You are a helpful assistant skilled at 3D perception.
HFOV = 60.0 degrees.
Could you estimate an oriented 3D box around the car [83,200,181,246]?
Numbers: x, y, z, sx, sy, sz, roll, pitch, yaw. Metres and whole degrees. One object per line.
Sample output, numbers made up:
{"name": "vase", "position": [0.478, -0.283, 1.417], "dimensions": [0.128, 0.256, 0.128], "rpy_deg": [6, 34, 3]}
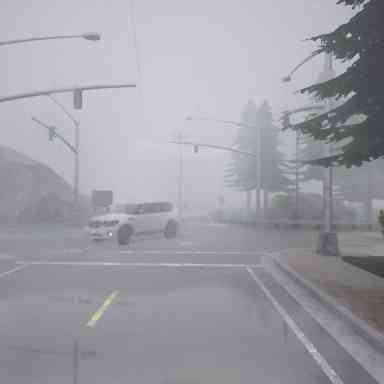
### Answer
{"name": "car", "position": [-2.863, 1.471, 17.252], "dimensions": [2.150, 2.045, 5.566], "rpy_deg": [-3, -2, 36]}
